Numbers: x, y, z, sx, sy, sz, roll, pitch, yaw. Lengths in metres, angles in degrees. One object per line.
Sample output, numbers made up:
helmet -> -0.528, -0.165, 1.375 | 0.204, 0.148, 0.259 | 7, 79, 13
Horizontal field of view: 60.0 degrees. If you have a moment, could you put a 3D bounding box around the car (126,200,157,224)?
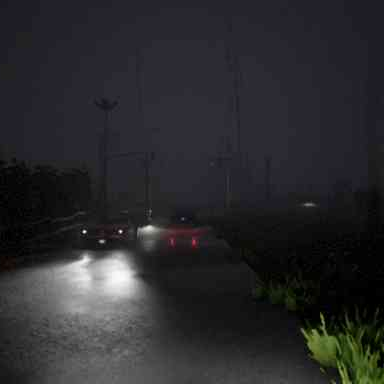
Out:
car -> -3.902, 1.482, 25.743 | 2.097, 1.767, 4.553 | 0, 0, -2

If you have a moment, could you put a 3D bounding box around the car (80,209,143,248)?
car -> -3.648, 1.680, 15.484 | 1.895, 1.301, 4.718 | 0, 0, -2

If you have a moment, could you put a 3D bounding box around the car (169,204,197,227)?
car -> -0.639, 1.598, 23.909 | 1.882, 1.535, 5.008 | 0, 0, -2
